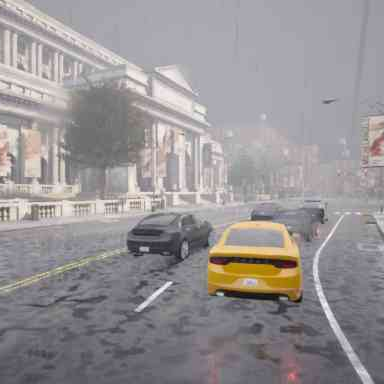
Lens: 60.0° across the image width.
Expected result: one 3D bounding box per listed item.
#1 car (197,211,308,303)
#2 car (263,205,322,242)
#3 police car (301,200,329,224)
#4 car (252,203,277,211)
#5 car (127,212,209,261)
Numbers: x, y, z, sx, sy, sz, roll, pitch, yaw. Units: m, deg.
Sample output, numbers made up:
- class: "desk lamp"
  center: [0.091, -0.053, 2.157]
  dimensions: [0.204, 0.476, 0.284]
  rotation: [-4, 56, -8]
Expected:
- class: "car"
  center: [1.687, 1.478, 8.412]
  dimensions: [1.882, 1.535, 5.008]
  rotation: [0, 0, 15]
- class: "car"
  center: [5.137, 1.564, 16.715]
  dimensions: [1.994, 1.385, 4.181]
  rotation: [0, 0, 26]
- class: "police car"
  center: [9.132, 1.425, 25.075]
  dimensions: [1.930, 1.638, 5.238]
  rotation: [0, 0, 27]
- class: "car"
  center: [6.192, 1.563, 26.776]
  dimensions: [1.994, 1.385, 4.181]
  rotation: [0, 0, 26]
- class: "car"
  center: [-0.599, 1.504, 12.464]
  dimensions: [1.837, 1.490, 4.892]
  rotation: [-1, 0, 21]
